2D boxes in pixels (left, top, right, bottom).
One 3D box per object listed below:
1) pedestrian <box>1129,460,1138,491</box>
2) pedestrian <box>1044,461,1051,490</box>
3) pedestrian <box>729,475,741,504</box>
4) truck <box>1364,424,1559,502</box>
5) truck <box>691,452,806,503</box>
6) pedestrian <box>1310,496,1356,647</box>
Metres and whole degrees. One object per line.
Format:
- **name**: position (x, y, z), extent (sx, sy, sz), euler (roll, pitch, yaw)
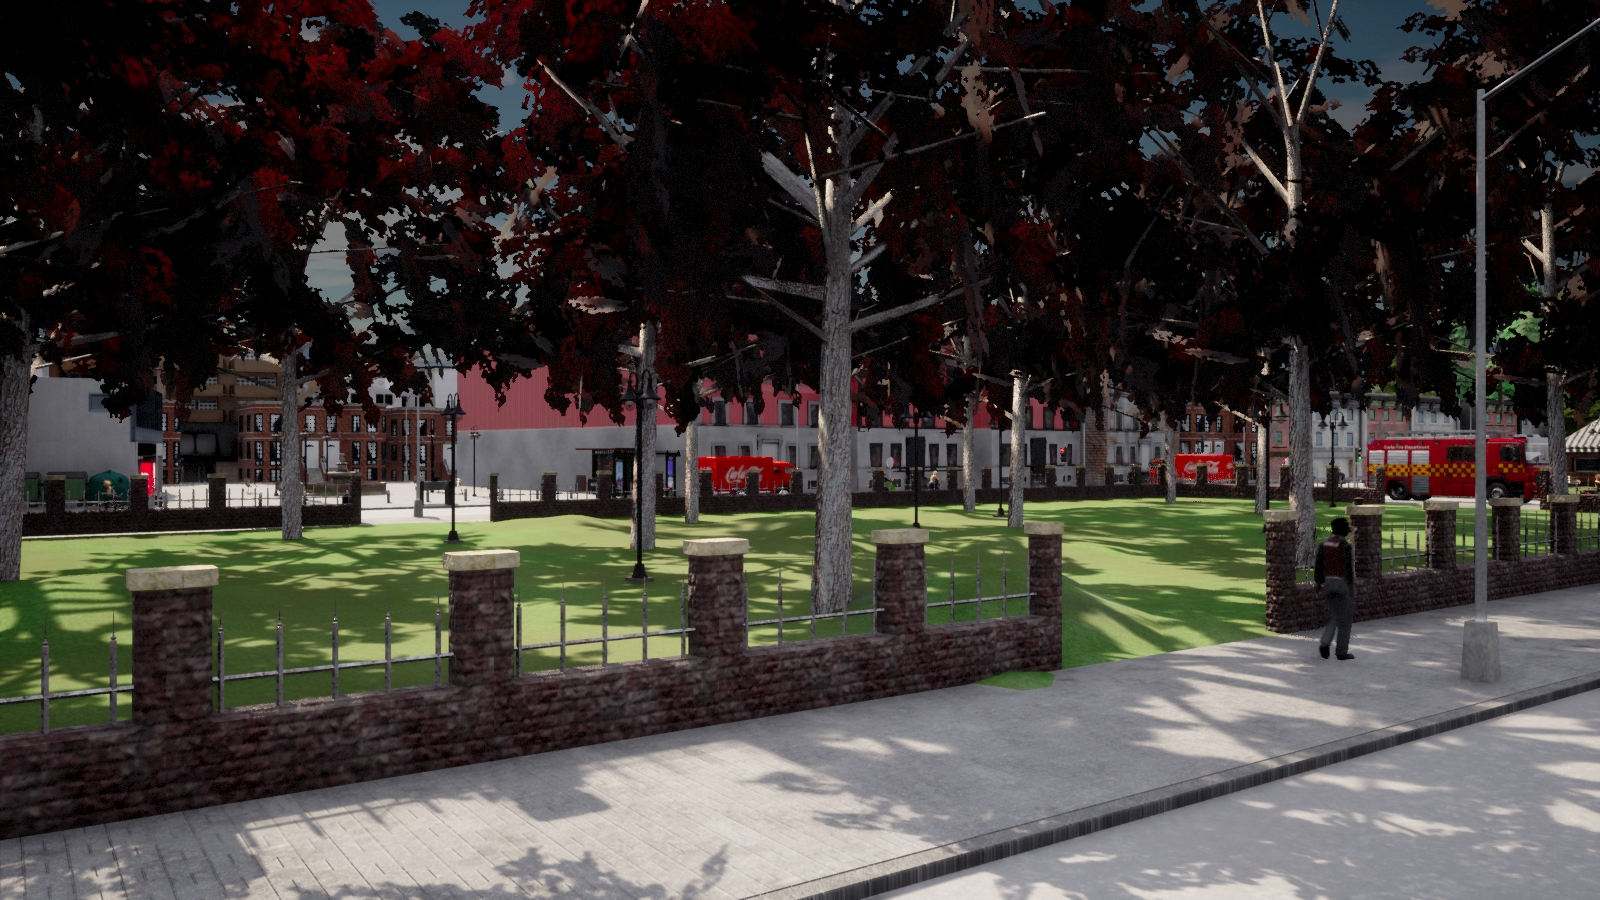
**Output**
- **pedestrian**: position (19.657, 1.502, 67.371), extent (0.375, 1.860, 0.375), euler (0, 0, -33)
- **pedestrian**: position (15.860, 1.606, 73.168), extent (0.375, 1.860, 0.375), euler (0, 0, 31)
- **pedestrian**: position (-2.937, 1.793, 51.770), extent (0.375, 1.300, 0.375), euler (0, 0, -35)
- **truck**: position (34.631, 0.645, 60.204), extent (2.891, 3.827, 8.468), euler (0, 0, -34)
- **truck**: position (-2.582, 1.335, 57.891), extent (5.204, 2.467, 2.627), euler (0, 0, -35)
- **pedestrian**: position (6.744, 1.519, 14.450), extent (0.375, 1.860, 0.375), euler (0, 0, -28)
